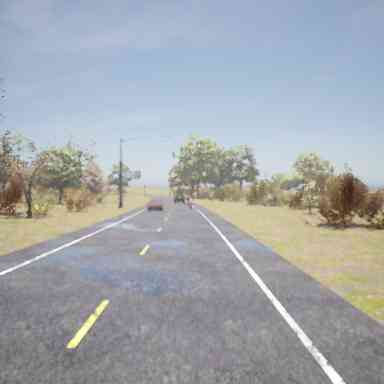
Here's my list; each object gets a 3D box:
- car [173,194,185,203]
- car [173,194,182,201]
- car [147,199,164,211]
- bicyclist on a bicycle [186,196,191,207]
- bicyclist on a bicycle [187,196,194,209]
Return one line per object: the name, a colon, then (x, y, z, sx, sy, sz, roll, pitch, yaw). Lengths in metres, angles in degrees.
car: (-2.748, 1.362, 72.642, 2.150, 2.045, 5.566, 0, 0, -4)
car: (-3.567, 1.401, 83.177, 2.097, 1.767, 4.553, 0, 0, -5)
car: (-4.526, 1.572, 41.577, 1.882, 1.535, 5.008, 0, 0, -2)
bicyclist on a bicycle: (-0.601, 1.483, 54.384, 0.659, 1.776, 1.843, 0, 0, -3)
bicyclist on a bicycle: (-0.162, 1.533, 45.528, 0.866, 1.612, 1.509, 0, 0, -2)
